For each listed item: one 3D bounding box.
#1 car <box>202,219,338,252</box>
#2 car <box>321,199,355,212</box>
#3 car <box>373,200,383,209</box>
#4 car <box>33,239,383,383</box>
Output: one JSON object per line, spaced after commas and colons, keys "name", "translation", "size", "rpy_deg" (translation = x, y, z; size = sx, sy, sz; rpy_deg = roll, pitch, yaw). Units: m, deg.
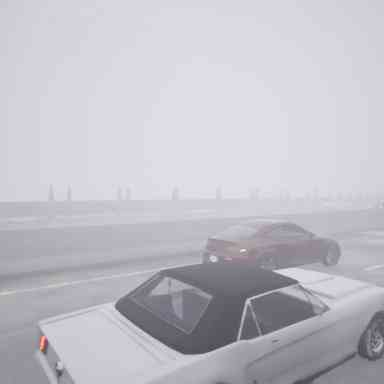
{"name": "car", "translation": [2.422, 1.526, 9.777], "size": [4.674, 1.442, 1.812], "rpy_deg": [0, 0, -36]}
{"name": "car", "translation": [16.370, 1.528, 37.170], "size": [4.674, 1.442, 1.812], "rpy_deg": [0, 0, -35]}
{"name": "car", "translation": [19.033, 1.355, 30.471], "size": [4.553, 1.767, 2.097], "rpy_deg": [0, 0, -35]}
{"name": "car", "translation": [0.704, 1.601, 4.250], "size": [4.718, 1.301, 1.895], "rpy_deg": [0, 0, -36]}
